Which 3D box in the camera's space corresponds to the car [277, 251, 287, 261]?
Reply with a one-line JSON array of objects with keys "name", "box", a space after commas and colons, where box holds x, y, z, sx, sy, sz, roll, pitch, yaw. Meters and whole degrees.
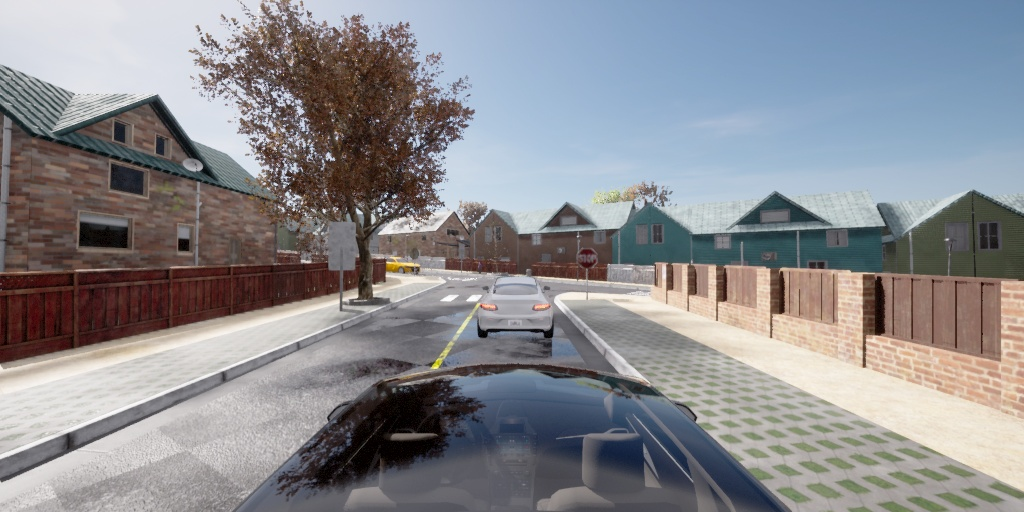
[{"name": "car", "box": [-30.081, 0.127, 45.426, 5.008, 1.535, 1.882, 2, 0, 32]}]

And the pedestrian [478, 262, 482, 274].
[{"name": "pedestrian", "box": [-3.147, 1.122, 35.458, 0.375, 1.300, 0.375, -1, -5, 32]}]

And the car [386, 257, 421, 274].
[{"name": "car", "box": [-10.634, 0.862, 33.233, 5.008, 1.535, 1.882, 2, 0, 32]}]

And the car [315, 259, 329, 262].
[{"name": "car", "box": [-19.370, 0.650, 38.700, 4.718, 1.301, 1.895, 2, 0, 32]}]

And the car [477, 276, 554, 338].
[{"name": "car", "box": [0.116, 1.280, 10.066, 1.812, 1.442, 4.674, 0, 0, 1]}]
